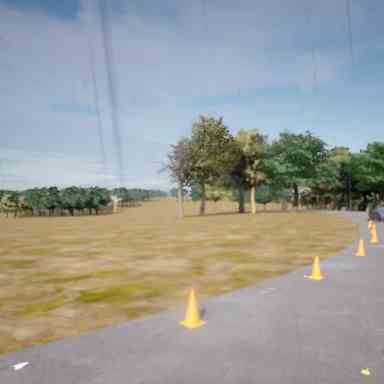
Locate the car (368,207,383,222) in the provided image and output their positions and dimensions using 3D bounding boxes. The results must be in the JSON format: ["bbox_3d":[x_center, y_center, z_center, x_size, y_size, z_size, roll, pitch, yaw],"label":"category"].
[{"bbox_3d":[19.375,2.246,33.713,2.033,1.411,5.357,-1,-2,16],"label":"car"}]

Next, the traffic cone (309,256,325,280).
[{"bbox_3d":[3.426,2.054,9.126,0.340,0.580,0.340,-1,-1,43],"label":"traffic cone"}]

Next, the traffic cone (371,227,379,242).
[{"bbox_3d":[9.134,2.187,16.625,0.340,0.580,0.340,-1,-2,31],"label":"traffic cone"}]

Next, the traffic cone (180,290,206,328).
[{"bbox_3d":[0.018,2.019,5.863,0.340,0.580,0.340,0,-1,-41],"label":"traffic cone"}]

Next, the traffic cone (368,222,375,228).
[{"bbox_3d":[11.408,2.286,20.823,0.340,0.580,0.340,-1,-2,27],"label":"traffic cone"}]

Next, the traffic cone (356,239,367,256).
[{"bbox_3d":[6.475,2.110,12.726,0.340,0.580,0.340,-1,-1,37],"label":"traffic cone"}]
